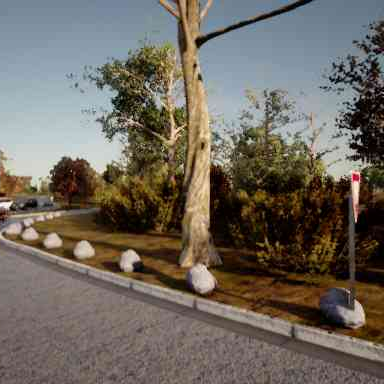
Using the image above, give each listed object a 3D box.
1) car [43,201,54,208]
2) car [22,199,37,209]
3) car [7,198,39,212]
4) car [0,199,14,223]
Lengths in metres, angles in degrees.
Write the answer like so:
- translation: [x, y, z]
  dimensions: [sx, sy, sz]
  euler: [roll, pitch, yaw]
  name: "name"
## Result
- translation: [-28.031, 2.399, 64.846]
  dimensions: [1.895, 1.301, 4.718]
  euler: [0, 0, -22]
  name: "car"
- translation: [-31.022, 2.172, 63.577]
  dimensions: [2.097, 1.767, 4.553]
  euler: [0, 0, -22]
  name: "car"
- translation: [-24.673, 1.885, 49.350]
  dimensions: [2.150, 2.045, 5.566]
  euler: [0, -1, -4]
  name: "car"
- translation: [-15.792, 1.610, 25.772]
  dimensions: [2.097, 1.767, 4.553]
  euler: [0, -1, -15]
  name: "car"
